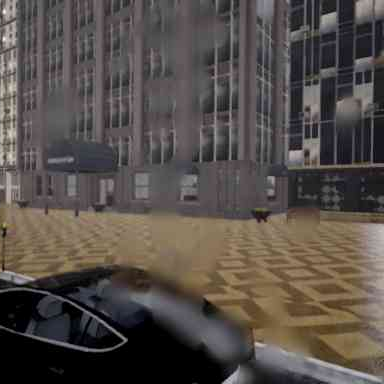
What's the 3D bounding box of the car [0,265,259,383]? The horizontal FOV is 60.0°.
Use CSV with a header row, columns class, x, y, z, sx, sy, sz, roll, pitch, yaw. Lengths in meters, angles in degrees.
class,x,y,z,sx,sy,sz,roll,pitch,yaw
car,-1.366,1.556,3.841,4.313,1.339,1.947,0,1,35
